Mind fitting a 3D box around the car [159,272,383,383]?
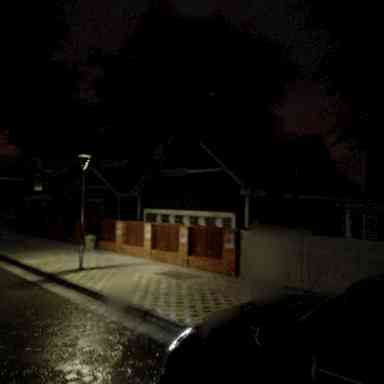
[{"bbox_3d":[1.759,1.478,2.633,2.097,1.767,4.553,0,-1,-45],"label":"car"}]
